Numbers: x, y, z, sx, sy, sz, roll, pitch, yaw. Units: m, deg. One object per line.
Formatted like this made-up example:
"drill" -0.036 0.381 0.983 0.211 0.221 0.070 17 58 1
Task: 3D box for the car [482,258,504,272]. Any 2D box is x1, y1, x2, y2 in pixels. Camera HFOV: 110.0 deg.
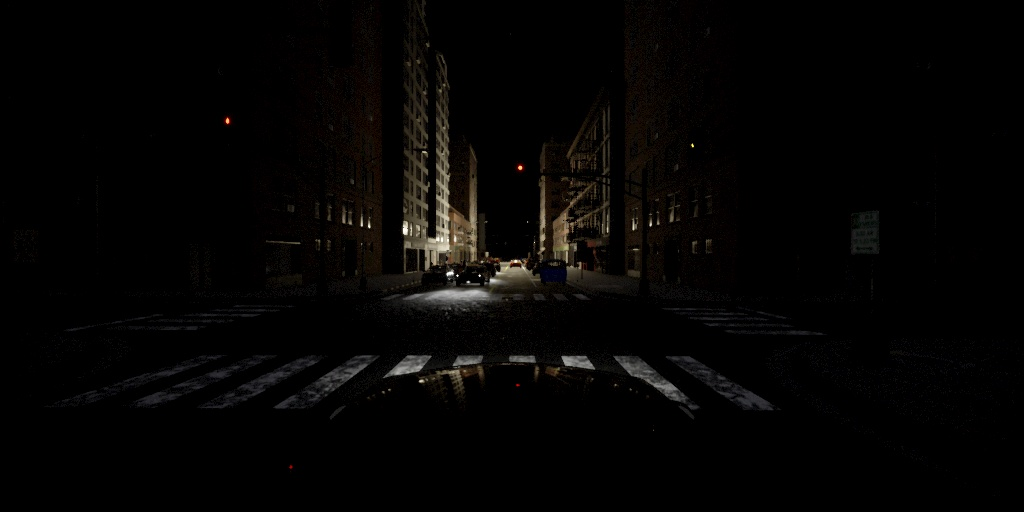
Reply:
"car" -2.452 1.309 45.199 1.994 1.385 4.181 0 0 1

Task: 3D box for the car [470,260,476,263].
"car" -4.975 1.269 47.984 1.751 1.417 4.829 0 0 1

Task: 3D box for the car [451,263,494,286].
"car" -2.652 1.349 25.134 1.895 1.301 4.718 0 0 4

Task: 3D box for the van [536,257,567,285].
"van" 2.846 1.089 25.363 1.690 1.789 3.998 0 0 1

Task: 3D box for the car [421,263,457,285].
"car" -5.179 1.299 25.427 2.007 1.370 4.403 0 0 1

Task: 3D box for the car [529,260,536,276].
"car" 2.949 1.330 36.725 1.802 1.307 4.207 0 0 1

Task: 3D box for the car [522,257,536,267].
"car" 3.103 1.054 53.769 2.192 1.841 5.009 0 0 1

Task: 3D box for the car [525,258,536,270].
"car" 3.052 1.325 48.087 1.802 1.307 4.207 0 0 1

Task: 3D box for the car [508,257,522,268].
"car" 0.618 1.336 59.045 1.895 1.301 4.718 0 0 1

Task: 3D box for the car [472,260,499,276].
"car" -2.549 1.349 35.146 1.895 1.301 4.718 0 0 1
